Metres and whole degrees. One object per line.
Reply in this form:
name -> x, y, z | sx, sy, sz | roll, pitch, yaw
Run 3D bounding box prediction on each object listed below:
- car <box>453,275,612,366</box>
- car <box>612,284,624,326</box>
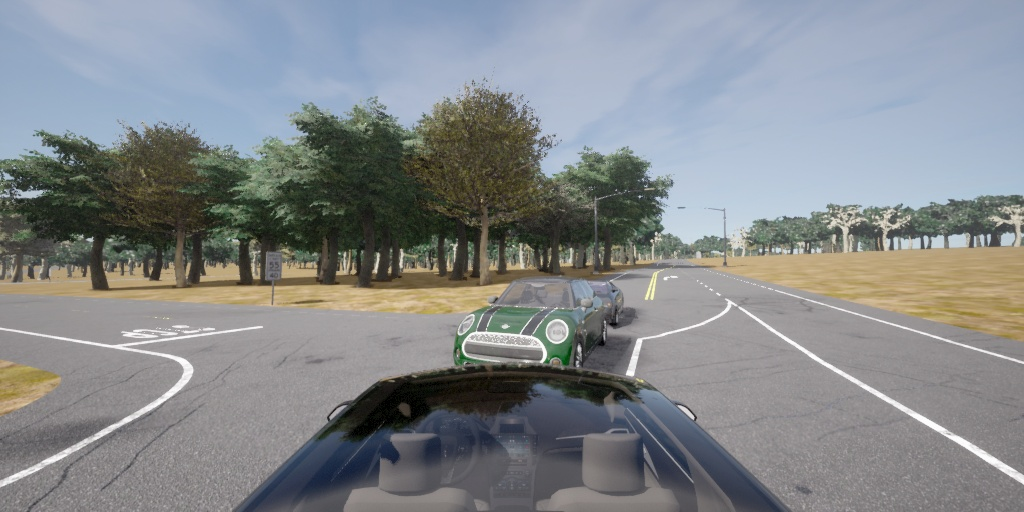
car -> 0.668, 1.223, 7.505 | 2.097, 1.767, 4.553 | -1, -2, 22
car -> 2.884, 1.555, 12.941 | 1.994, 1.385, 4.181 | -2, 0, 22
